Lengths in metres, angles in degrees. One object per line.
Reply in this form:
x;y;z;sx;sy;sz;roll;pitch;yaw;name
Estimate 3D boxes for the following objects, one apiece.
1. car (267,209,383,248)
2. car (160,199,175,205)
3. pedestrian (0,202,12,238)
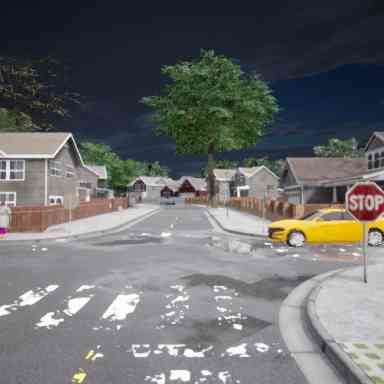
5.689;1.446;13.897;5.008;1.535;1.882;-1;-2;0;car
-5.123;2.046;68.910;1.994;1.385;4.181;1;-1;-27;car
-9.659;1.411;17.039;0.375;1.860;0.375;0;-1;1;pedestrian
